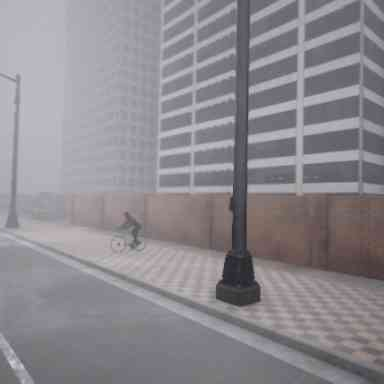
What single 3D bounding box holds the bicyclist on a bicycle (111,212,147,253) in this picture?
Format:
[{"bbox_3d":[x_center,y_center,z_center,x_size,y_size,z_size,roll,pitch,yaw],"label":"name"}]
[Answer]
[{"bbox_3d":[-2.513,1.619,13.410,1.656,1.620,0.582,2,-2,-40],"label":"bicyclist on a bicycle"}]
